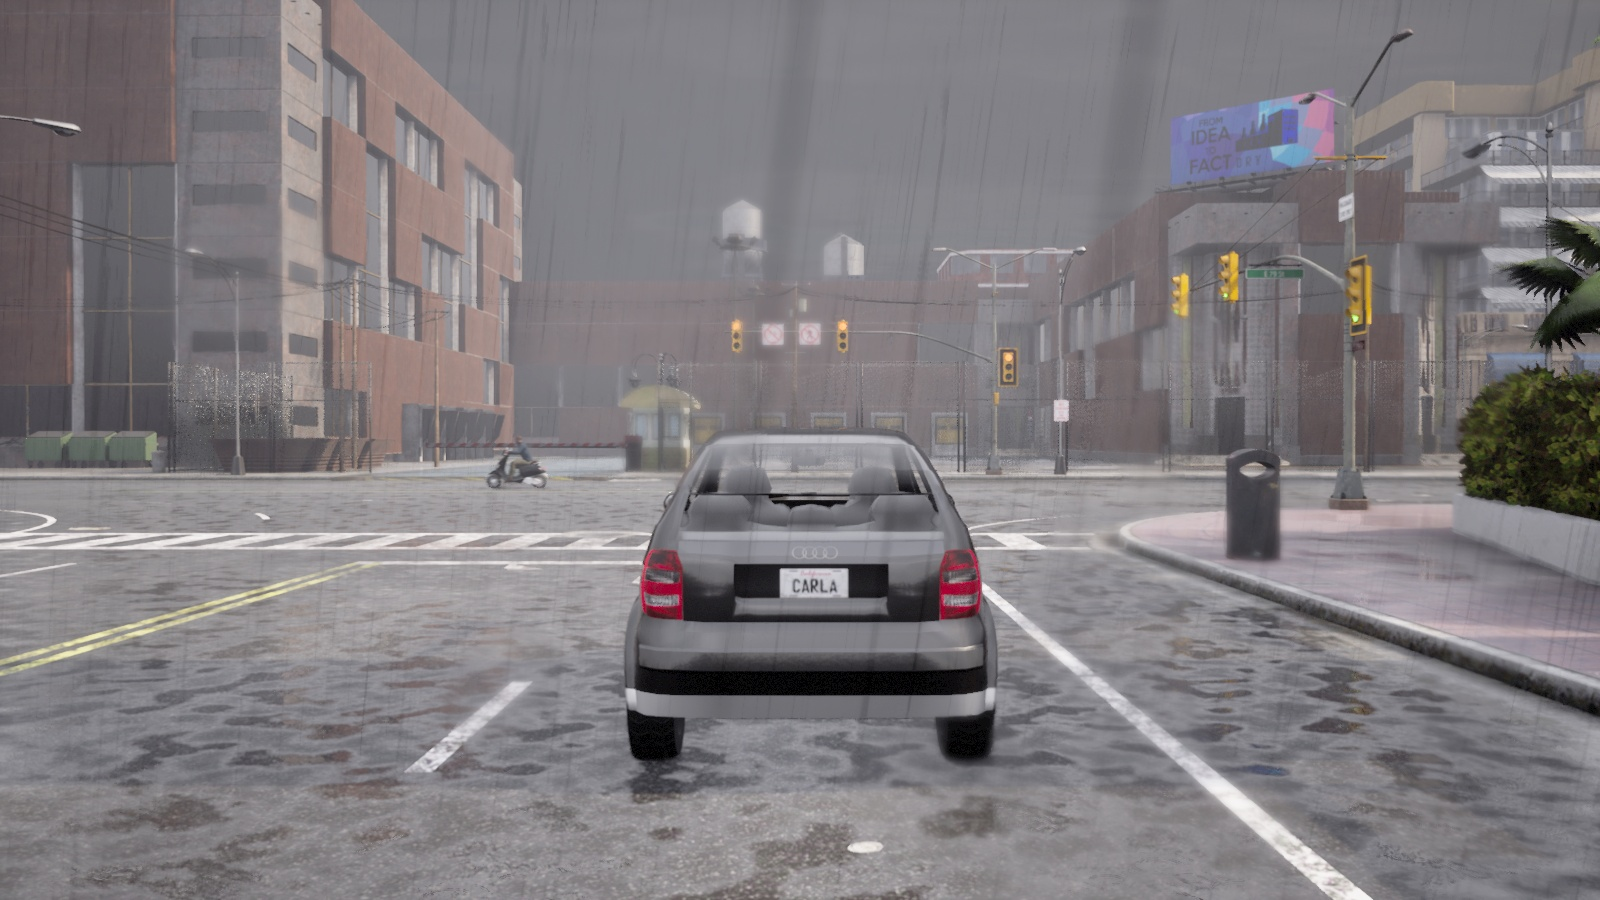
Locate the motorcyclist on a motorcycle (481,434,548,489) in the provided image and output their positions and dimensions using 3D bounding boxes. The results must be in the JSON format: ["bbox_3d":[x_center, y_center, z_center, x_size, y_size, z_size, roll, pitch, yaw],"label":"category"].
[{"bbox_3d":[-8.403,0.327,37.027,1.817,1.590,0.866,0,0,-6],"label":"motorcyclist on a motorcycle"}]

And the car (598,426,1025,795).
[{"bbox_3d":[0.051,0.654,7.122,1.789,1.549,3.705,0,1,0],"label":"car"}]
